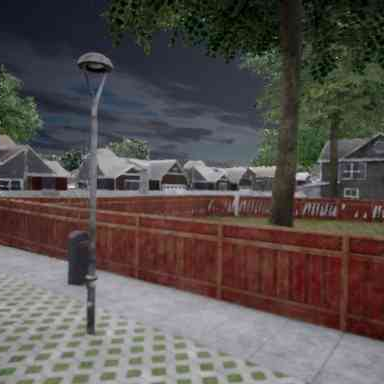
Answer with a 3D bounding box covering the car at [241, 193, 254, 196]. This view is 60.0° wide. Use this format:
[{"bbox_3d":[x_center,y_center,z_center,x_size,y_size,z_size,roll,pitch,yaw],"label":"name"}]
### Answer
[{"bbox_3d":[8.664,0.792,50.821,1.994,1.385,4.181,2,1,36],"label":"car"}]
